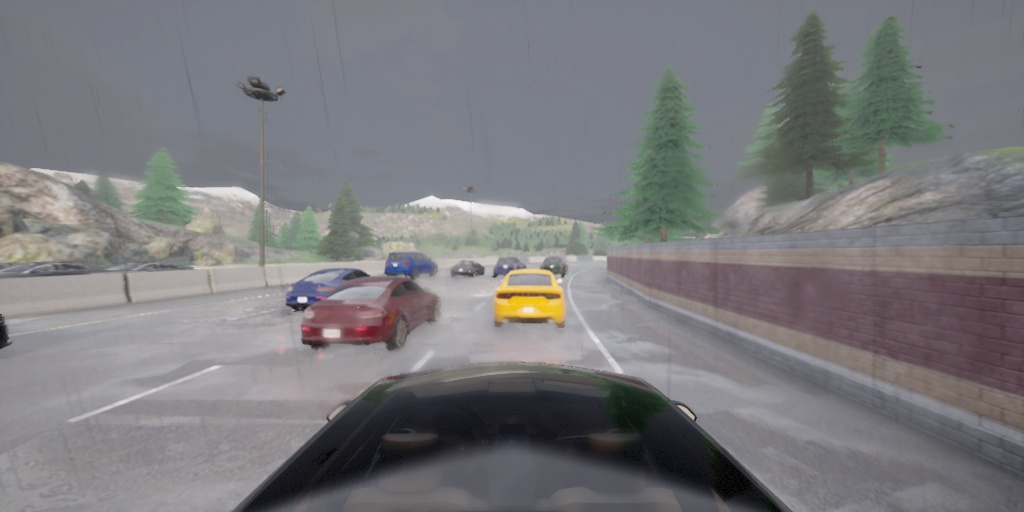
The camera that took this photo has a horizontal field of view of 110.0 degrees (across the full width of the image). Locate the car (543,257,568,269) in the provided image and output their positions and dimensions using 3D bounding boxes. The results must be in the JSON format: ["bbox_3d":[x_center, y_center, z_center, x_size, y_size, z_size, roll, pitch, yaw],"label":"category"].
[{"bbox_3d":[3.724,0.858,31.122,2.097,1.767,4.553,0,1,13],"label":"car"}]

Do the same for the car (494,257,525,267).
[{"bbox_3d":[-0.083,0.857,30.193,2.097,1.767,4.553,0,1,12],"label":"car"}]

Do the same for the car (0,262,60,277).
[{"bbox_3d":[-23.576,1.046,17.935,2.128,1.511,4.902,0,0,7],"label":"car"}]

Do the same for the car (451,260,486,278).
[{"bbox_3d":[-3.635,1.059,30.334,1.994,1.385,4.181,0,1,12],"label":"car"}]

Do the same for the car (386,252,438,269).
[{"bbox_3d":[-7.739,0.728,27.941,2.150,2.045,5.566,0,0,11],"label":"car"}]

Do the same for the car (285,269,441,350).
[{"bbox_3d":[-3.111,1.208,8.741,1.812,1.442,4.674,0,0,3],"label":"car"}]

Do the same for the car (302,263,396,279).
[{"bbox_3d":[-6.259,1.161,13.347,1.812,1.442,4.674,0,0,5],"label":"car"}]

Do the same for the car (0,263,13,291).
[{"bbox_3d":[-27.229,1.083,16.504,1.812,1.442,4.674,0,0,6],"label":"car"}]

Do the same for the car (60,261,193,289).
[{"bbox_3d":[-19.898,1.045,19.239,2.128,1.511,4.902,0,0,7],"label":"car"}]

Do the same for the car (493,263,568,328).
[{"bbox_3d":[0.579,1.147,11.209,1.882,1.535,5.008,0,0,4],"label":"car"}]

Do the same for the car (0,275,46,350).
[{"bbox_3d":[-10.264,1.192,4.567,2.128,1.511,4.902,0,0,1],"label":"car"}]
